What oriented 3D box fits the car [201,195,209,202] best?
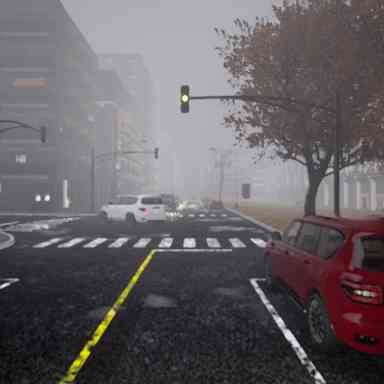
[{"bbox_3d":[2.919,1.541,77.348,1.752,1.417,4.829,0,0,0],"label":"car"}]

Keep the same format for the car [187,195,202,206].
[{"bbox_3d":[0.253,1.525,56.301,1.812,1.442,4.674,0,0,0],"label":"car"}]

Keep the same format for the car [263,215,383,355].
[{"bbox_3d":[2.710,1.312,6.061,2.192,1.841,5.009,0,0,0],"label":"car"}]

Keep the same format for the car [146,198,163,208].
[{"bbox_3d":[-5.543,1.546,49.540,2.008,1.369,4.403,0,0,0],"label":"car"}]

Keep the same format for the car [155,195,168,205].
[{"bbox_3d":[-5.510,1.443,60.605,1.967,1.590,4.097,0,0,0],"label":"car"}]

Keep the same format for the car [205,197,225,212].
[{"bbox_3d":[2.805,1.536,38.449,1.887,1.381,4.507,0,0,0],"label":"car"}]

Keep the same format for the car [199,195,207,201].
[{"bbox_3d":[2.952,1.573,88.243,1.887,1.381,4.507,0,0,0],"label":"car"}]

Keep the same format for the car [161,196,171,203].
[{"bbox_3d":[-5.477,1.593,71.670,1.802,1.307,4.206,0,0,0],"label":"car"}]

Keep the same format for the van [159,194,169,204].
[{"bbox_3d":[-5.494,1.348,66.138,1.690,1.788,3.998,0,0,0],"label":"van"}]

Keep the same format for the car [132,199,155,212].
[{"bbox_3d":[-5.575,1.542,38.474,2.008,1.369,4.403,0,0,0],"label":"car"}]

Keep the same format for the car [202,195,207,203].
[{"bbox_3d":[2.838,1.521,49.685,1.752,1.417,4.829,0,0,0],"label":"car"}]

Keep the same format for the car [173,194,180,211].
[{"bbox_3d":[-2.972,1.213,40.216,2.150,2.045,5.566,0,0,0],"label":"car"}]

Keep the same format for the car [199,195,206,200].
[{"bbox_3d":[2.968,1.586,93.776,2.008,1.369,4.403,0,0,0],"label":"car"}]

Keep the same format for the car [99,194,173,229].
[{"bbox_3d":[-4.024,1.211,21.970,2.150,2.045,5.566,2,-1,-44],"label":"car"}]

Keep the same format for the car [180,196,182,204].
[{"bbox_3d":[-2.932,1.500,50.655,1.837,1.490,4.892,0,0,0],"label":"car"}]

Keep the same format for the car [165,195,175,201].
[{"bbox_3d":[-5.445,1.462,82.736,1.967,1.590,4.097,0,0,0],"label":"car"}]
